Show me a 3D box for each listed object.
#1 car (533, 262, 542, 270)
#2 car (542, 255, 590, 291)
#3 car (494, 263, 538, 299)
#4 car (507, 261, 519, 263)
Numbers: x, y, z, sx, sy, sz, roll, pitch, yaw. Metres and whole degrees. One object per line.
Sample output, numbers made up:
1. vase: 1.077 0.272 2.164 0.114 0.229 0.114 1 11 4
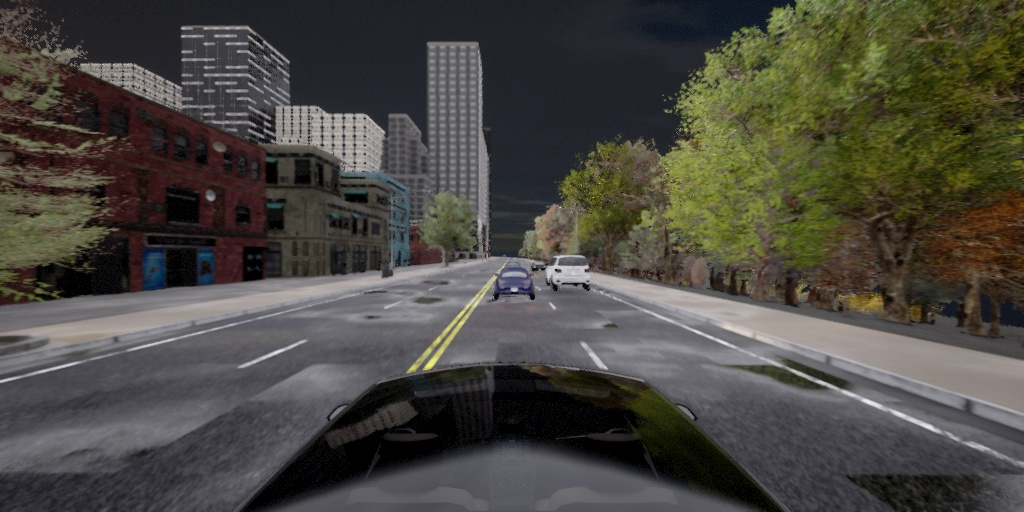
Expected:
1. car: 3.359 1.361 45.920 1.895 1.301 4.718 0 0 0
2. car: 3.354 0.978 22.292 2.150 2.045 5.566 0 0 0
3. car: 0.104 1.281 17.848 1.812 1.442 4.674 0 0 0
4. car: 0.108 1.307 40.276 2.033 1.411 5.357 0 0 0
